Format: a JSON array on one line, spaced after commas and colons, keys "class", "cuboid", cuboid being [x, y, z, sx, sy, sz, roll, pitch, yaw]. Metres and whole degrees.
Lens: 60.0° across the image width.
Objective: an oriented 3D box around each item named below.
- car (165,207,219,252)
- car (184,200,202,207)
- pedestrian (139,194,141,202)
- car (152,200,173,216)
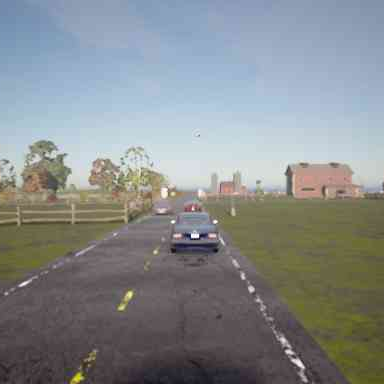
[{"class": "car", "cuboid": [0.105, 1.562, 13.987, 2.033, 1.411, 5.357, 0, 0, 0]}, {"class": "car", "cuboid": [0.111, 1.562, 35.439, 1.812, 1.442, 4.674, 0, 0, 0]}, {"class": "pedestrian", "cuboid": [-12.135, 1.499, 76.636, 0.375, 1.860, 0.375, 0, 1, 0]}, {"class": "car", "cuboid": [-2.834, 1.559, 33.278, 1.812, 1.442, 4.674, 0, 0, 0]}]
